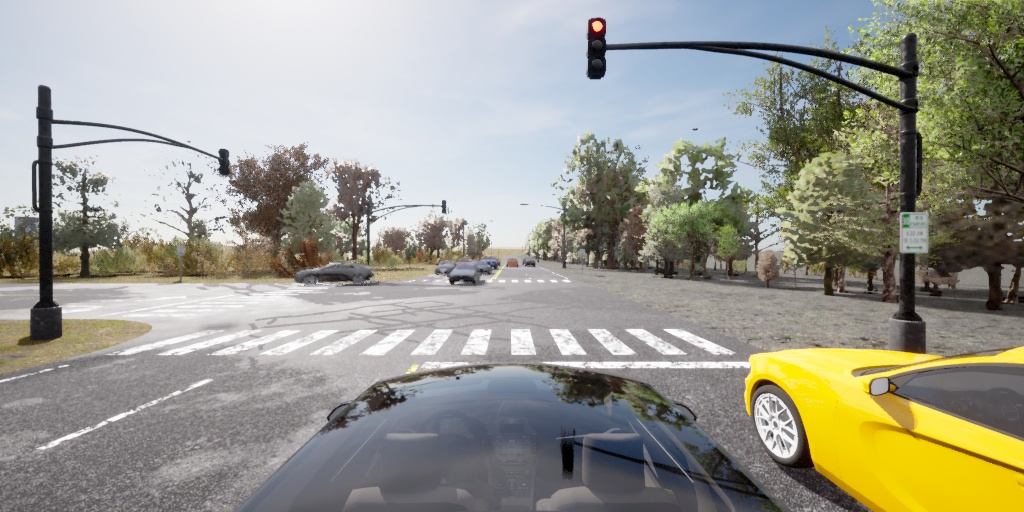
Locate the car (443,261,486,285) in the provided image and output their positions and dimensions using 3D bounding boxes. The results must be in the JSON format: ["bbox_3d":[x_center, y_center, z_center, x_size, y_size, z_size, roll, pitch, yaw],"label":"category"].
[{"bbox_3d":[-3.342,1.288,26.282,2.033,1.411,5.357,0,0,0],"label":"car"}]

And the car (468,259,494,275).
[{"bbox_3d":[-3.350,1.314,39.089,1.994,1.385,4.181,0,0,0],"label":"car"}]

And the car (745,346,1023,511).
[{"bbox_3d":[3.363,1.195,1.727,1.882,1.535,5.008,0,1,0],"label":"car"}]

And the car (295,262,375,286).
[{"bbox_3d":[-11.920,1.191,24.416,4.902,1.511,2.128,0,1,-20],"label":"car"}]

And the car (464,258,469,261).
[{"bbox_3d":[-6.597,1.102,49.838,2.097,1.767,4.553,0,0,0],"label":"car"}]

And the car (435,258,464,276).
[{"bbox_3d":[-6.598,1.240,36.719,2.128,1.511,4.902,0,0,0],"label":"car"}]

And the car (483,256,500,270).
[{"bbox_3d":[-3.348,0.975,53.667,2.150,2.045,5.566,0,0,0],"label":"car"}]
